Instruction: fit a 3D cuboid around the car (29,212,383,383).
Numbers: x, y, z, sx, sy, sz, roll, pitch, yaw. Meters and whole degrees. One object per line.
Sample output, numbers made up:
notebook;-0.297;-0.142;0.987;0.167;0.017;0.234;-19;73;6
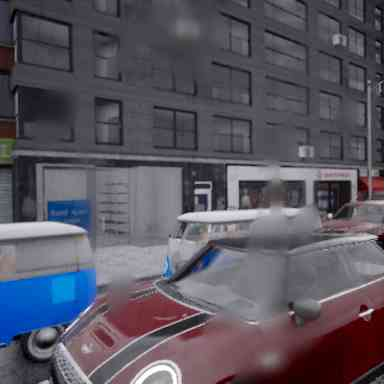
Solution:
car;0.793;1.325;3.953;4.553;1.767;2.097;-1;0;-36

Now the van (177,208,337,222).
van;1.288;1.292;7.481;3.998;1.788;1.690;-1;0;-36

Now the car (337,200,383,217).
car;5.826;1.214;10.737;5.009;1.841;2.192;-1;0;-36

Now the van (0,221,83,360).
van;-3.251;1.343;4.226;3.998;1.788;1.690;-1;0;-36
